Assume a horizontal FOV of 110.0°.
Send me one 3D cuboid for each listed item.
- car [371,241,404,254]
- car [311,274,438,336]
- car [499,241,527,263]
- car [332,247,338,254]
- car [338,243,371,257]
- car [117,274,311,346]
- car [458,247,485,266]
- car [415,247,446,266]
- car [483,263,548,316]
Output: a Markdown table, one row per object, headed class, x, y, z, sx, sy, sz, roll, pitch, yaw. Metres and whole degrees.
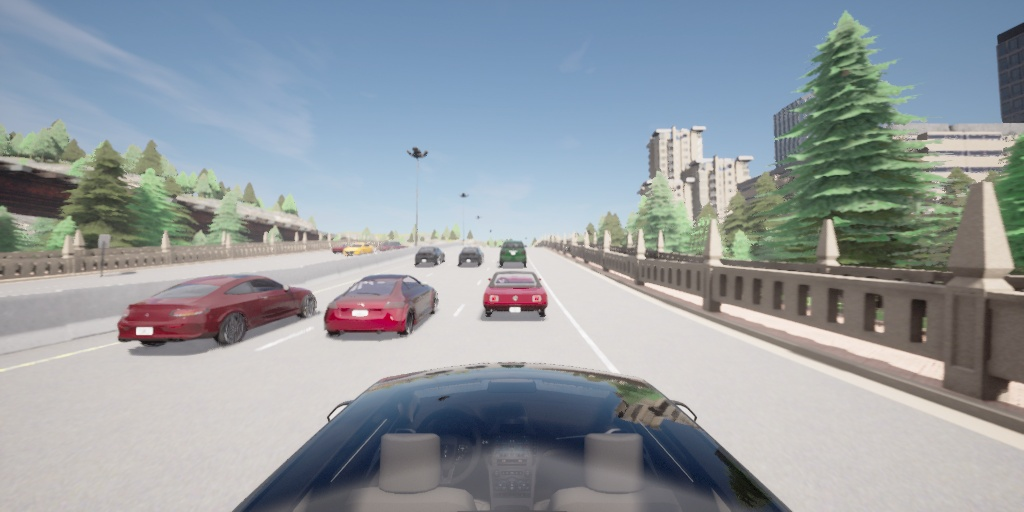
| class | x | y | z | sx | sy | sz | roll | pitch | yaw |
| --- | --- | --- | --- | --- | --- | --- | --- | --- | --- |
| car | -14.106 | -0.903 | 41.583 | 2.097 | 1.767 | 4.553 | 0 | 4 | 0 |
| car | -3.404 | 1.189 | 10.043 | 1.994 | 1.385 | 4.181 | 0 | 2 | 0 |
| car | 0.088 | -0.264 | 29.644 | 2.150 | 2.045 | 5.566 | 0 | 4 | 0 |
| car | -21.099 | -0.924 | 45.792 | 1.895 | 1.301 | 4.718 | 0 | 4 | 0 |
| car | -17.606 | -0.760 | 41.317 | 1.882 | 1.535 | 5.008 | 0 | 4 | 0 |
| car | -6.904 | 1.180 | 9.033 | 1.812 | 1.442 | 4.674 | 0 | 2 | 0 |
| car | -3.412 | -0.038 | 30.544 | 1.837 | 1.490 | 4.892 | 0 | 4 | 0 |
| car | -6.912 | -0.039 | 30.548 | 1.837 | 1.490 | 4.892 | 0 | 4 | 0 |
| car | 0.095 | 1.145 | 12.354 | 1.895 | 1.301 | 4.718 | 0 | 2 | 0 |
